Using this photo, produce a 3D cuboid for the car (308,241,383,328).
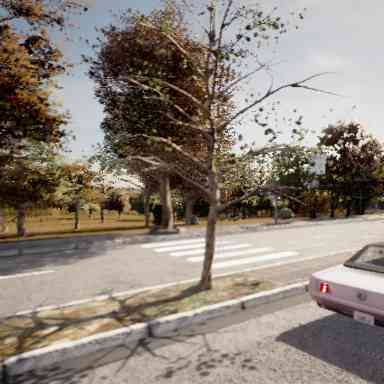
[{"bbox_3d":[4.377,1.596,6.255,4.718,1.301,1.895,0,0,-36],"label":"car"}]
